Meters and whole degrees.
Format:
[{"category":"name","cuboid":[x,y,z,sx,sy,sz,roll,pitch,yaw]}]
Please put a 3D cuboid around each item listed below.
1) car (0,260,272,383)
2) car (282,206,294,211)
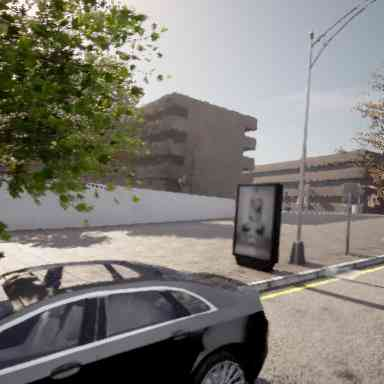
[{"category":"car","cuboid":[-1.369,1.500,3.083,4.902,1.511,2.128,1,-1,-36]},{"category":"car","cuboid":[17.580,3.419,65.210,2.033,1.411,5.357,6,-6,-25]}]
